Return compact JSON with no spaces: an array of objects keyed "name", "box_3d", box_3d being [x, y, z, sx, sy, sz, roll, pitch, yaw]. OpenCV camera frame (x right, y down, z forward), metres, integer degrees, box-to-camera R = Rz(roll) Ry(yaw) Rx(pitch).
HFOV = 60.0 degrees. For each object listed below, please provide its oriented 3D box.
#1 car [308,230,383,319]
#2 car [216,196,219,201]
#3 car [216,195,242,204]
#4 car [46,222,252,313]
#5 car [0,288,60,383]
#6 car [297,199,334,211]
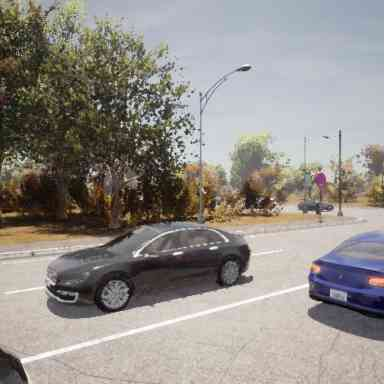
[{"name":"car","box_3d":[4.276,1.526,6.801,4.674,1.442,1.812,0,0,-36]},{"name":"car","box_3d":[3.987,1.459,56.270,1.812,1.442,4.674,0,1,-32]},{"name":"car","box_3d":[7.112,1.417,64.794,2.033,1.411,5.357,0,1,-33]},{"name":"car","box_3d":[-0.753,1.505,7.758,4.892,1.490,1.837,0,0,-36]},{"name":"car","box_3d":[-3.324,1.492,1.375,4.902,1.511,2.128,0,0,-35]},{"name":"car","box_3d":[14.616,1.564,39.447,1.994,1.385,4.181,0,0,-32]}]
